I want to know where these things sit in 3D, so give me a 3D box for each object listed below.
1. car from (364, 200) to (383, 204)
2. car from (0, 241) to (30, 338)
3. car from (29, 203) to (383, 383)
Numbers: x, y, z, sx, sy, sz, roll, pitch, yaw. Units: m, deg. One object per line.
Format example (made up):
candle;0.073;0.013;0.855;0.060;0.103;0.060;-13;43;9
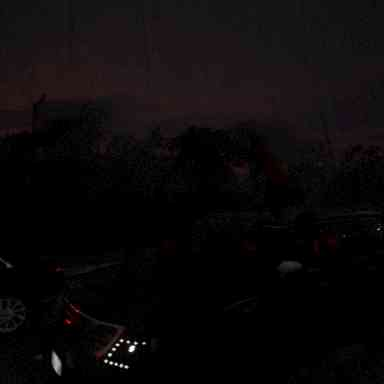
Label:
car;8.285;1.386;14.212;5.566;2.045;2.150;1;-1;-36
car;-4.506;1.500;5.073;4.892;1.490;1.837;1;-1;-36
car;0.988;1.261;4.703;5.566;2.045;2.150;1;-1;-36
